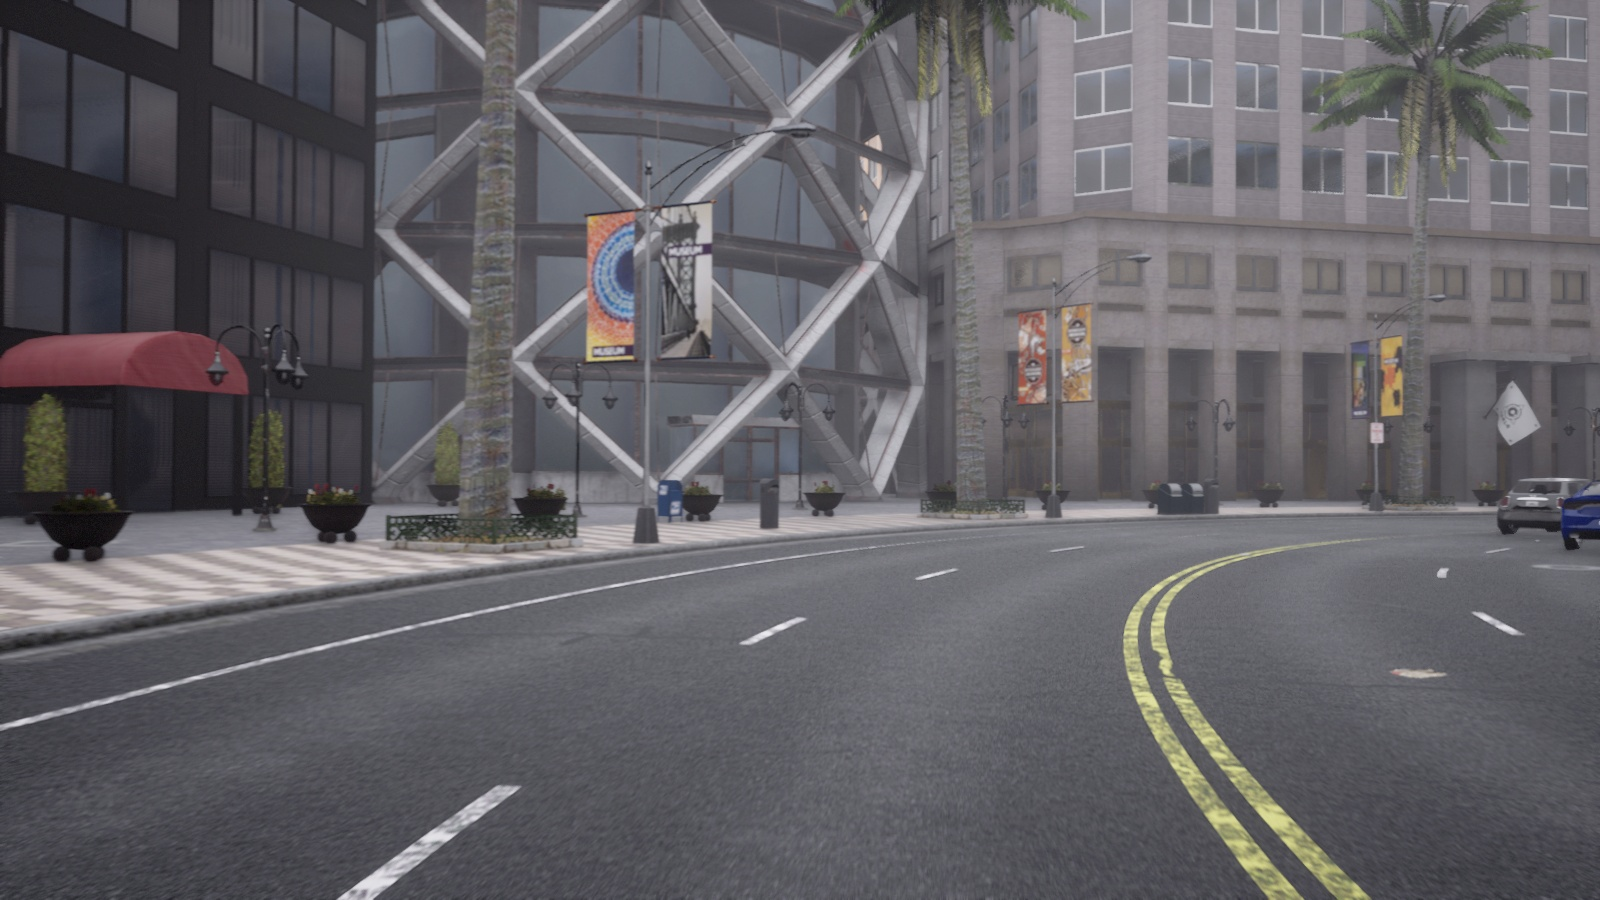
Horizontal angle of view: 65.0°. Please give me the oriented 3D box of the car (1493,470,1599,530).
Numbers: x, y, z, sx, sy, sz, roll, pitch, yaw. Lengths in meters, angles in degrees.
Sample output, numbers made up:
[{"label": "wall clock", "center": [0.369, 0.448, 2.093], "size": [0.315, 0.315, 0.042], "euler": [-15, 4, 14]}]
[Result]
[{"label": "car", "center": [20.119, 1.267, 32.865], "size": [3.806, 1.475, 1.970], "euler": [0, -1, -34]}]

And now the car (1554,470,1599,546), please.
[{"label": "car", "center": [17.886, 1.185, 26.812], "size": [5.008, 1.535, 1.882], "euler": [1, -1, -45]}]
